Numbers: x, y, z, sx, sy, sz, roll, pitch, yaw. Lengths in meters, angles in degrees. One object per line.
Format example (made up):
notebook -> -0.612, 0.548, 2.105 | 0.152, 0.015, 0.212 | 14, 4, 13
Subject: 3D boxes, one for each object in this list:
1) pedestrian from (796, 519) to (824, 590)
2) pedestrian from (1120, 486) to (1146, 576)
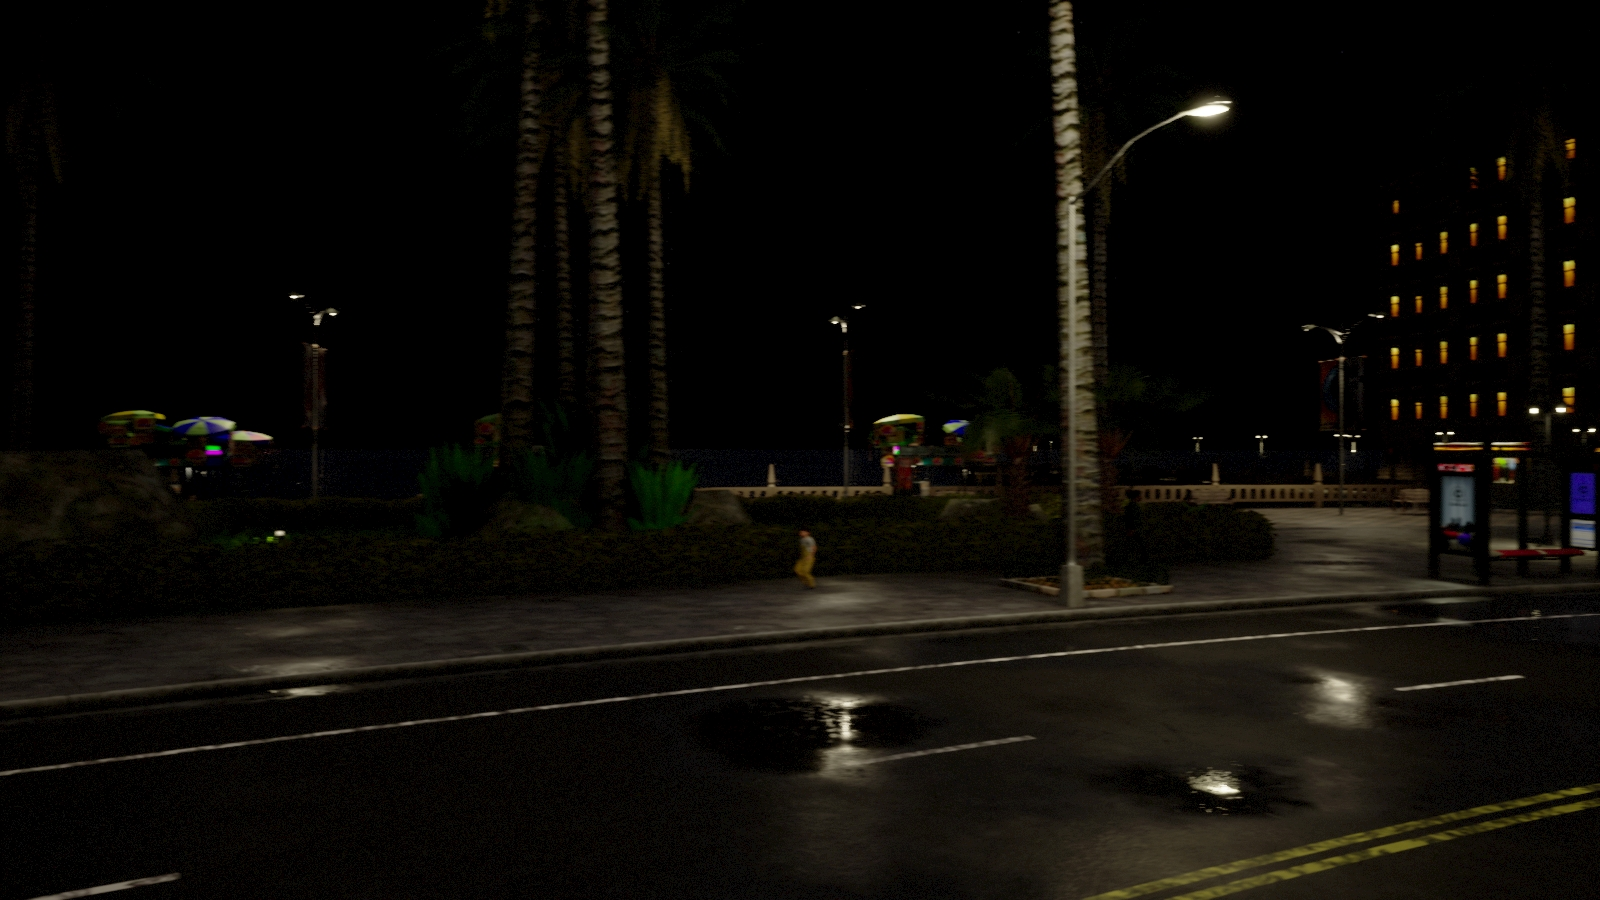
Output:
pedestrian -> 0.183, 1.964, 21.536 | 0.375, 1.300, 0.375 | 0, 0, -36
pedestrian -> 6.959, 1.685, 23.906 | 0.375, 1.860, 0.375 | 0, 0, -15
